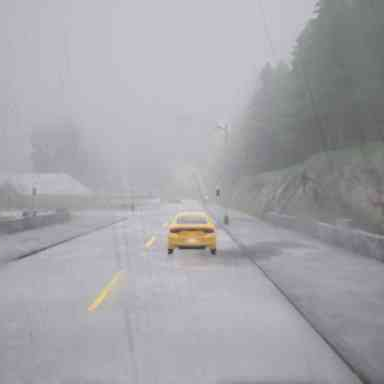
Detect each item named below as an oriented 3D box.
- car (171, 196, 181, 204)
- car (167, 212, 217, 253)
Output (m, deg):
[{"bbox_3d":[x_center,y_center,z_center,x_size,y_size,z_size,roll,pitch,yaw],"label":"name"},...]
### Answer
[{"bbox_3d":[-4.009,2.016,85.017,2.150,2.045,5.566,0,-1,0],"label":"car"},{"bbox_3d":[0.003,1.615,14.477,1.882,1.535,5.008,0,0,0],"label":"car"}]
